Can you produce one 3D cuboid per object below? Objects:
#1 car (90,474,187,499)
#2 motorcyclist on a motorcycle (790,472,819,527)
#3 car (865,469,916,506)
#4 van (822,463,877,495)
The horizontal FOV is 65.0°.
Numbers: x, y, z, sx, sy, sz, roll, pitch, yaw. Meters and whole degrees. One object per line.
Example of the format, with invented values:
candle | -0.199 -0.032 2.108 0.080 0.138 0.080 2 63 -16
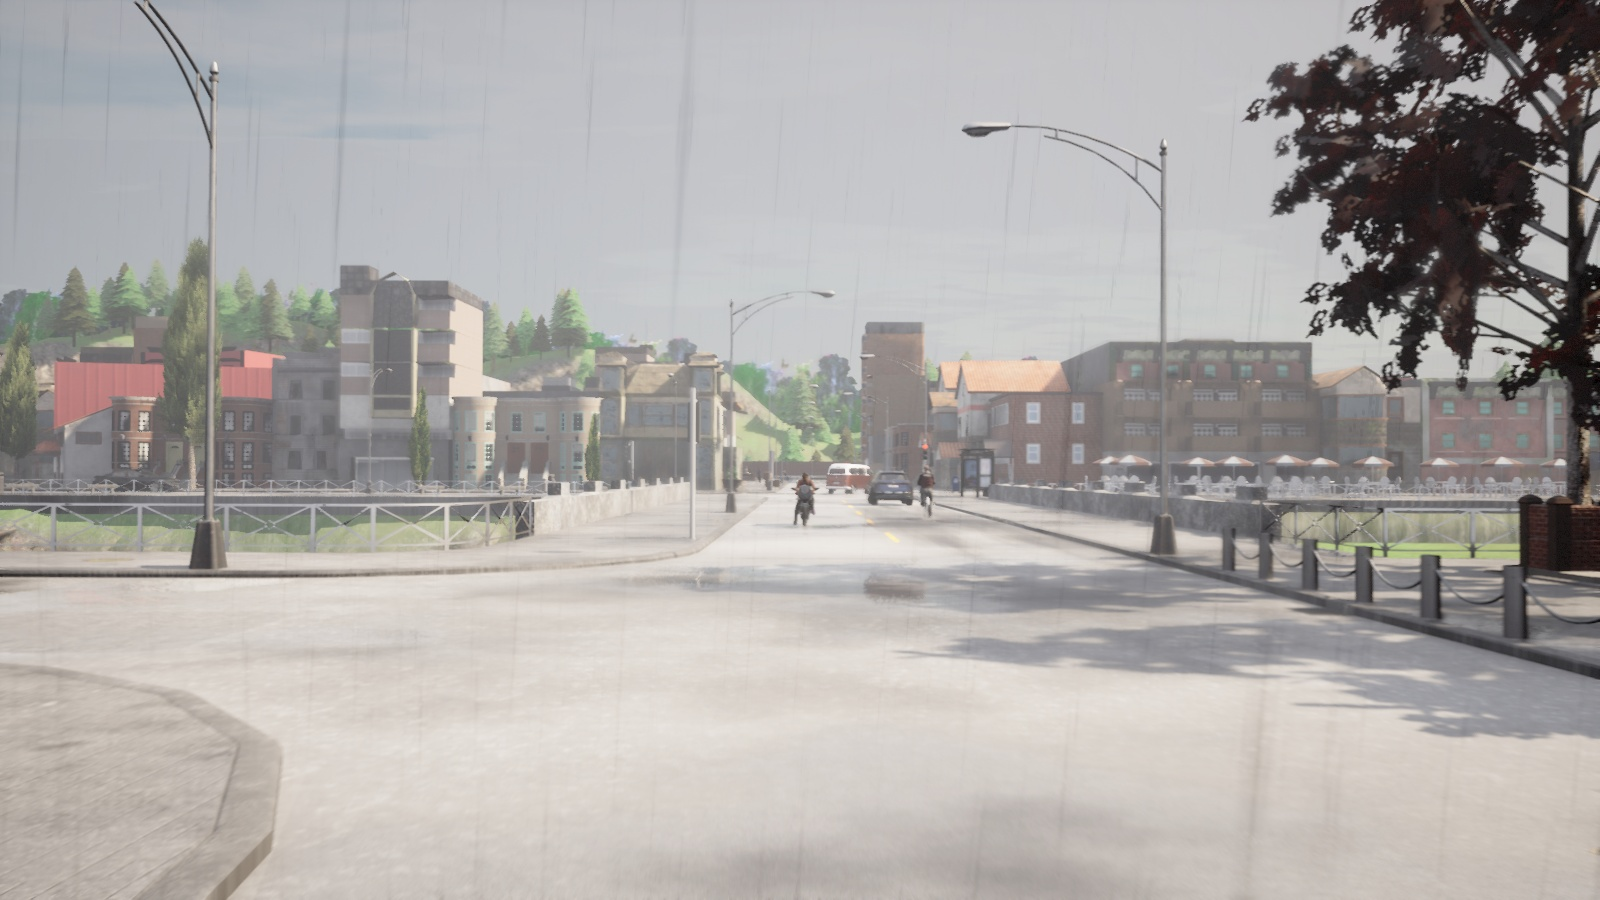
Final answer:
car | -40.922 2.262 77.796 5.008 1.535 1.882 0 -1 0
motorcyclist on a motorcycle | 0.143 1.397 35.969 0.797 1.523 2.044 0 -1 1
car | 4.205 1.713 58.969 2.033 1.649 4.856 0 -1 0
van | 3.387 1.943 84.909 2.069 2.038 4.480 0 -1 27
